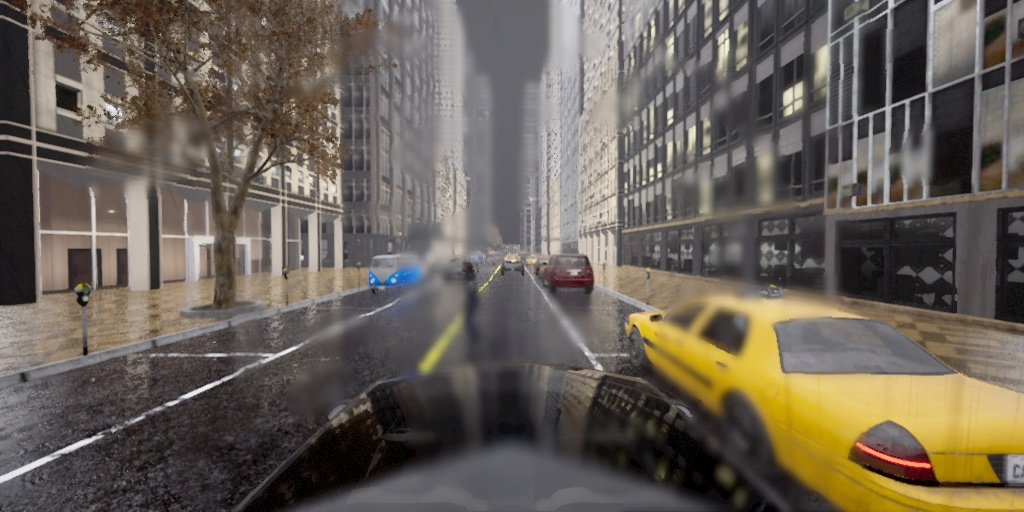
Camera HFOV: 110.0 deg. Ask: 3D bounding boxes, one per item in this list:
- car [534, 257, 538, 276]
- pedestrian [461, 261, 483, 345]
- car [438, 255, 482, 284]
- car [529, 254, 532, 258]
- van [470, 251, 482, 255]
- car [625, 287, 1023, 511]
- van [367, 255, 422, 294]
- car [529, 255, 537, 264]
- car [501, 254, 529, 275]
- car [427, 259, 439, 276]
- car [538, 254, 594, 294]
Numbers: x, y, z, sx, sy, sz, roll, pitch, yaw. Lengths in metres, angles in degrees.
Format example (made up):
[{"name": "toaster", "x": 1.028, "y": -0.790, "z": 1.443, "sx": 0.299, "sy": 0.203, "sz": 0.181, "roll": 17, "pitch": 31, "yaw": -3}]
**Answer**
[{"name": "car", "x": 2.686, "y": 0.919, "z": 23.614, "sx": 1.751, "sy": 1.417, "sz": 4.829, "roll": 0, "pitch": 0, "yaw": 0}, {"name": "pedestrian", "x": -0.870, "y": 0.948, "z": 7.610, "sx": 0.375, "sy": 1.860, "sz": 0.375, "roll": 0, "pitch": 1, "yaw": 0}, {"name": "car", "x": -3.102, "y": 0.911, "z": 22.636, "sx": 1.837, "sy": 1.490, "sz": 4.892, "roll": 0, "pitch": 1, "yaw": 0}, {"name": "car", "x": 2.683, "y": 0.535, "z": 46.405, "sx": 1.751, "sy": 1.417, "sz": 4.829, "roll": 0, "pitch": 0, "yaw": 0}, {"name": "van", "x": -5.700, "y": 0.154, "z": 57.632, "sx": 1.690, "sy": 1.789, "sz": 3.998, "roll": 0, "pitch": 0, "yaw": 0}, {"name": "car", "x": 2.999, "y": 1.158, "z": 4.626, "sx": 1.801, "sy": 1.575, "sz": 5.366, "roll": 0, "pitch": 1, "yaw": 0}, {"name": "van", "x": -5.694, "y": 0.828, "z": 17.750, "sx": 1.690, "sy": 1.789, "sz": 3.998, "roll": 0, "pitch": 0, "yaw": 0}, {"name": "car", "x": 2.685, "y": 0.844, "z": 29.141, "sx": 1.888, "sy": 1.381, "sz": 4.507, "roll": 0, "pitch": 0, "yaw": 0}, {"name": "car", "x": 0.076, "y": 0.772, "z": 30.279, "sx": 2.128, "sy": 1.511, "sz": 4.902, "roll": 0, "pitch": 1, "yaw": 0}, {"name": "car", "x": -5.695, "y": 0.849, "z": 29.142, "sx": 2.007, "sy": 1.370, "sz": 4.403, "roll": 0, "pitch": 0, "yaw": 0}, {"name": "car", "x": 2.687, "y": 0.802, "z": 17.747, "sx": 2.192, "sy": 1.841, "sz": 5.009, "roll": 0, "pitch": 0, "yaw": 0}]
